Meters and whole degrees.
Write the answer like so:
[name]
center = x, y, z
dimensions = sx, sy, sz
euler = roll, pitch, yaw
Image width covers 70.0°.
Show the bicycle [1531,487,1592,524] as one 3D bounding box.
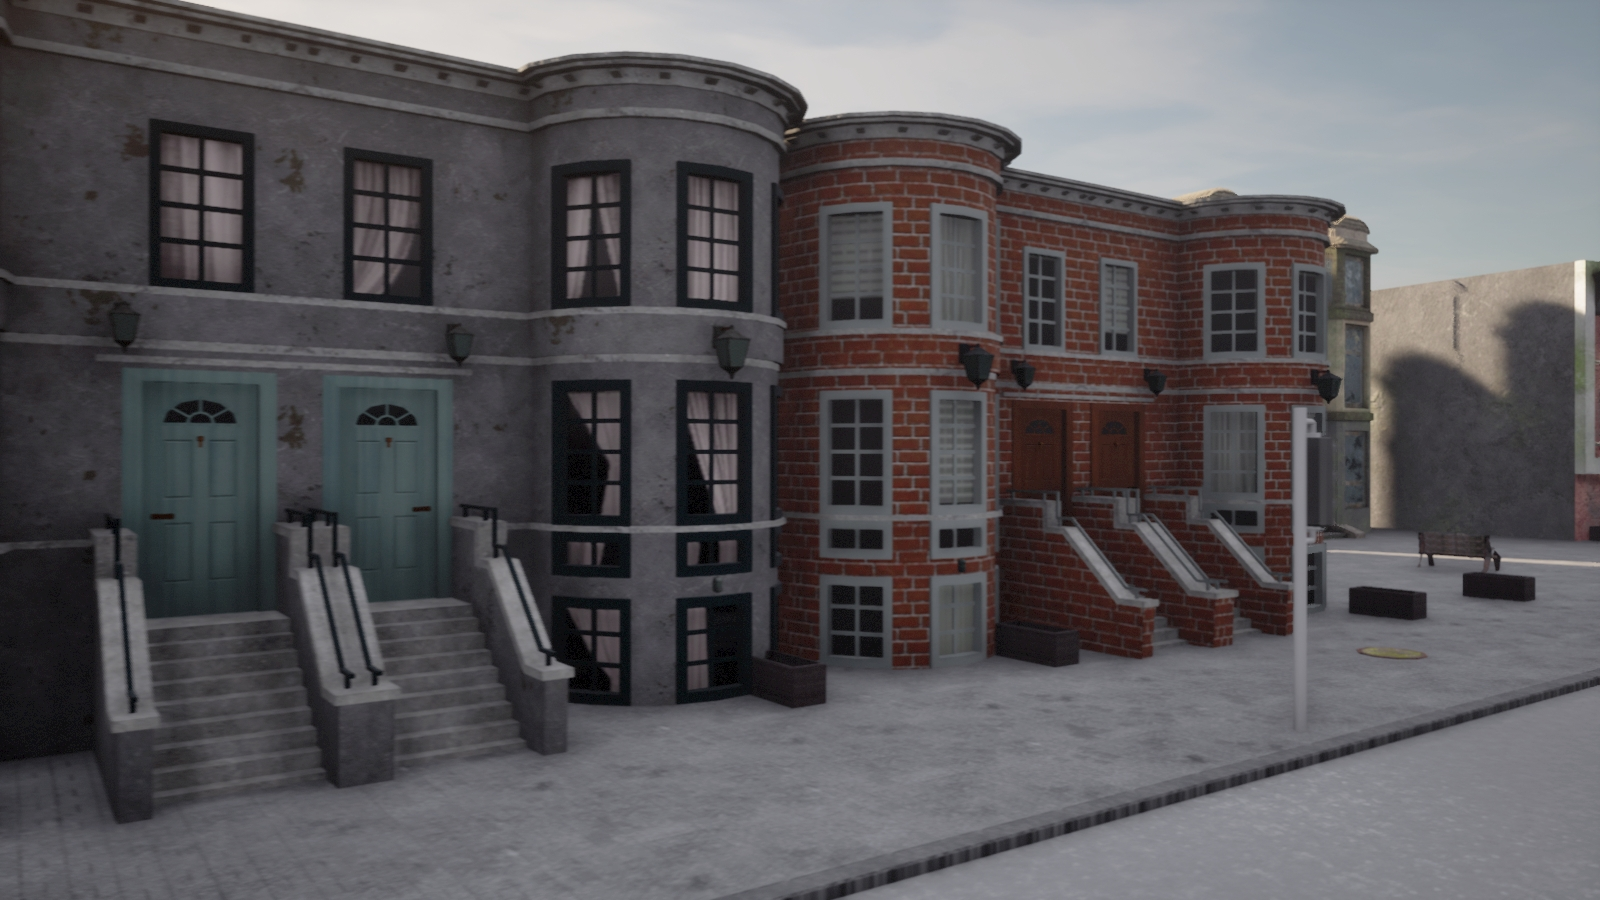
[bicycle]
center = 27.229, 1.974, 40.883
dimensions = 0.329, 1.271, 1.835
euler = 0, 0, -35
